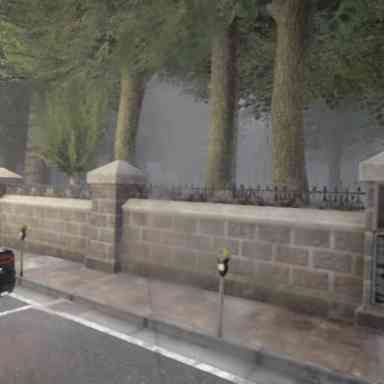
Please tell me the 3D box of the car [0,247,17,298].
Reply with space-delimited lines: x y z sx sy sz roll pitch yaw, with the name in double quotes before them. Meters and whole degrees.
"car" -5.670 1.393 6.991 5.008 1.535 1.882 1 0 35
